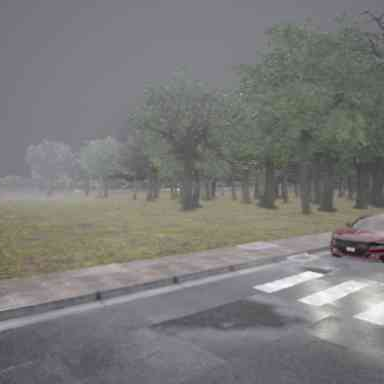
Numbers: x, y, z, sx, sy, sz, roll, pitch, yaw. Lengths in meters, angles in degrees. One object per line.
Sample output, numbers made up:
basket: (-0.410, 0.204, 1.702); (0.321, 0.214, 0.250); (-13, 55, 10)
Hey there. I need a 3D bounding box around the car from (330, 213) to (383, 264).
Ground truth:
car: (6.873, 1.528, 12.000); (5.008, 1.535, 1.882); (0, 1, -40)
